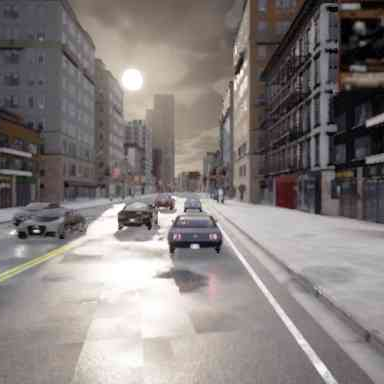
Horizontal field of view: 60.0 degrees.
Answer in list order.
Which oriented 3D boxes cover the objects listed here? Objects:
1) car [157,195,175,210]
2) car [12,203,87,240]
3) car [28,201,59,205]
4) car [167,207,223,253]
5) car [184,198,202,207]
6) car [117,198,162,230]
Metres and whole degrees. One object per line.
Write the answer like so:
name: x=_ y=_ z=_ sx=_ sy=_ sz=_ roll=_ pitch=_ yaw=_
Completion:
car: x=-3.148 y=1.085 z=38.450 sx=2.097 sy=1.767 sz=4.553 roll=0 pitch=0 yaw=0
car: x=-6.587 y=1.451 z=16.074 sx=1.994 sy=1.385 sz=4.181 roll=0 pitch=0 yaw=0
car: x=-9.814 y=1.355 z=21.786 sx=1.837 sy=1.490 sz=4.892 roll=0 pitch=0 yaw=0
car: x=0.102 y=1.507 z=13.297 sx=1.895 sy=1.301 sz=4.718 roll=0 pitch=0 yaw=0
car: x=0.100 y=1.305 z=34.781 sx=2.033 sy=1.411 sz=5.357 roll=0 pitch=0 yaw=0
car: x=-3.149 y=1.337 z=20.060 sx=1.882 sy=1.535 sz=5.008 roll=0 pitch=0 yaw=0
